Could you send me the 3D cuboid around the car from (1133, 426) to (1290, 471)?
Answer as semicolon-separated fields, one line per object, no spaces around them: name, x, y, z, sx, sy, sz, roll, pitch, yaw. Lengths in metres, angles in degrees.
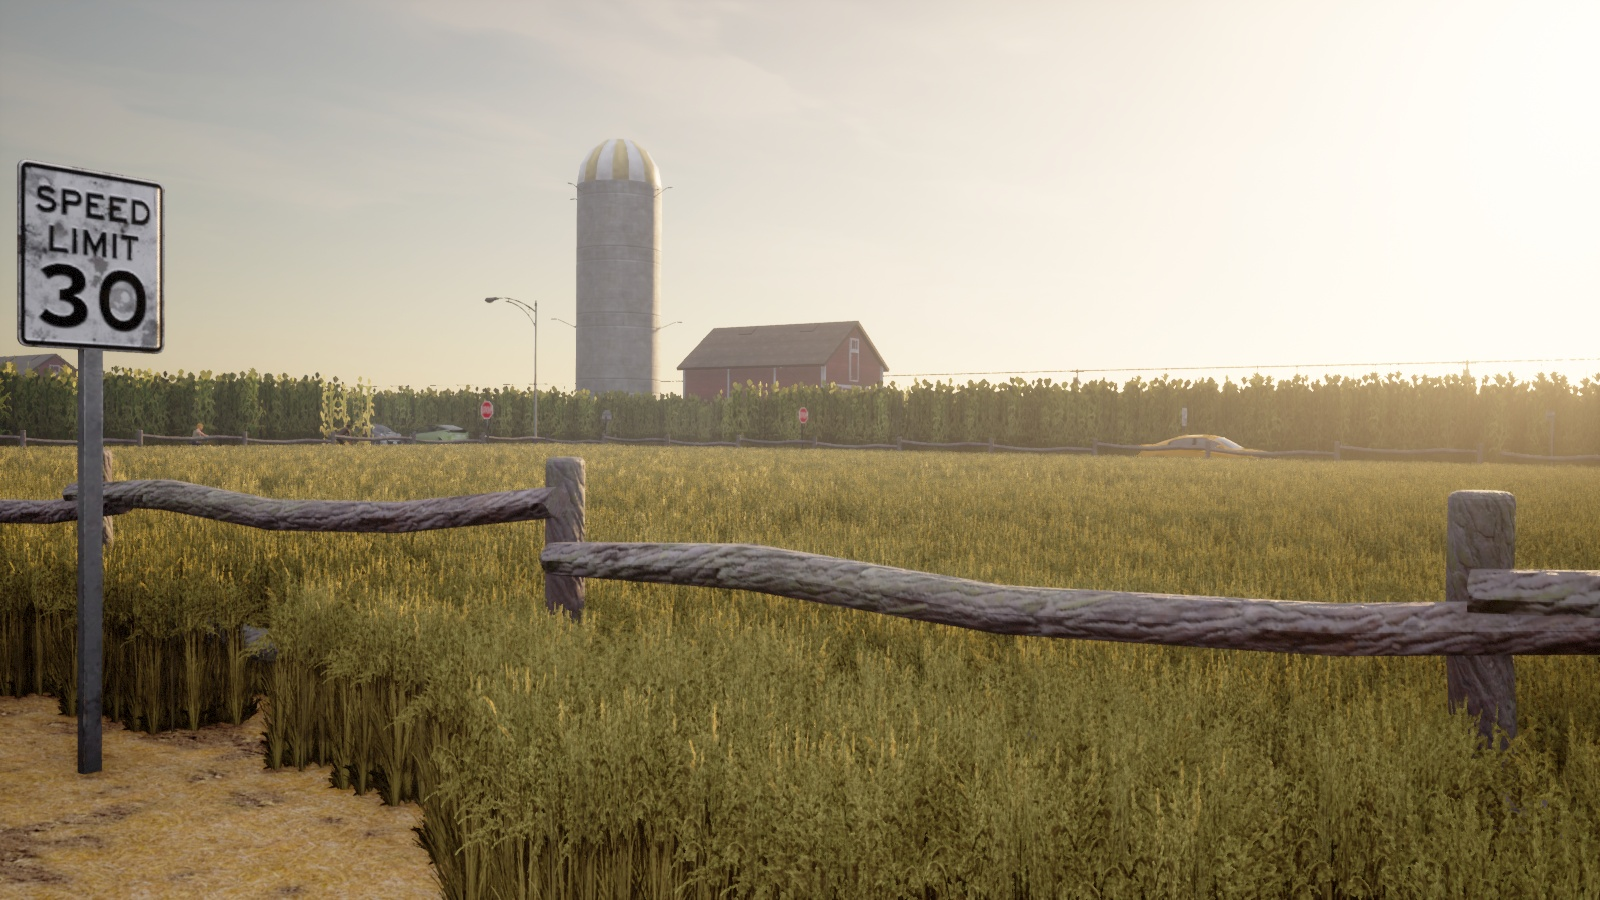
car;14.758;-0.065;45.162;5.008;1.535;1.882;0;1;36

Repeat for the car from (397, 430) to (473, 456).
car;-21.856;-0.410;75.148;4.514;1.525;2.007;0;1;36

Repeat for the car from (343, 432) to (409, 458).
car;-24.831;-0.291;73.466;3.633;1.501;1.845;0;1;36
